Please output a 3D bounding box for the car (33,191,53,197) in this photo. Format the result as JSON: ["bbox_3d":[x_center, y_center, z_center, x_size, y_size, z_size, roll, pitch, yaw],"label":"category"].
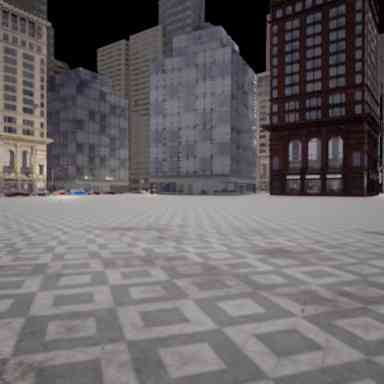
[{"bbox_3d":[-36.930,0.477,80.608,2.008,1.369,4.403,1,1,36],"label":"car"}]

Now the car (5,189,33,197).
[{"bbox_3d":[-40.101,0.308,76.160,2.192,1.841,5.009,1,1,36],"label":"car"}]

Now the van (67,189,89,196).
[{"bbox_3d":[-30.585,0.141,89.492,1.690,1.788,3.998,1,1,36],"label":"van"}]
